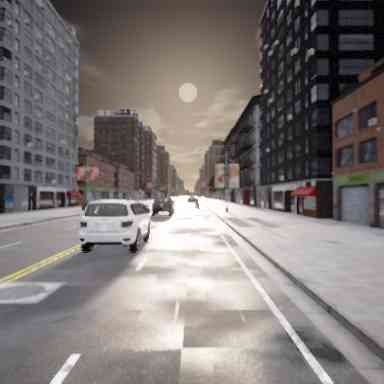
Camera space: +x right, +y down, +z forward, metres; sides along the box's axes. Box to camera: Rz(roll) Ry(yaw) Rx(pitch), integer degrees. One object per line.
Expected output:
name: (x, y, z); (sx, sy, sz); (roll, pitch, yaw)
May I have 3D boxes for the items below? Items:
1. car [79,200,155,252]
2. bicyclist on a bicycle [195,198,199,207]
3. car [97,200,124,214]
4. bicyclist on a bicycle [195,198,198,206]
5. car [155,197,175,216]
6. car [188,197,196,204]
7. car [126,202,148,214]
car: (-3.153, 1.343, 14.565); (2.150, 2.045, 5.566); (0, 0, 0)
bicyclist on a bicycle: (0.879, 1.901, 56.124); (0.866, 1.612, 1.509); (0, 0, 0)
car: (-9.843, 1.827, 40.692); (2.128, 1.511, 4.902); (0, 0, 0)
bicyclist on a bicycle: (0.883, 1.992, 65.126); (0.582, 1.620, 1.656); (0, -1, 0)
car: (-3.156, 1.532, 37.418); (2.150, 2.045, 5.566); (0, 0, 0)
car: (-0.016, 2.042, 86.031); (2.097, 1.767, 4.553); (0, 0, 0)
car: (-6.593, 1.937, 40.657); (1.895, 1.301, 4.718); (0, 0, 0)
